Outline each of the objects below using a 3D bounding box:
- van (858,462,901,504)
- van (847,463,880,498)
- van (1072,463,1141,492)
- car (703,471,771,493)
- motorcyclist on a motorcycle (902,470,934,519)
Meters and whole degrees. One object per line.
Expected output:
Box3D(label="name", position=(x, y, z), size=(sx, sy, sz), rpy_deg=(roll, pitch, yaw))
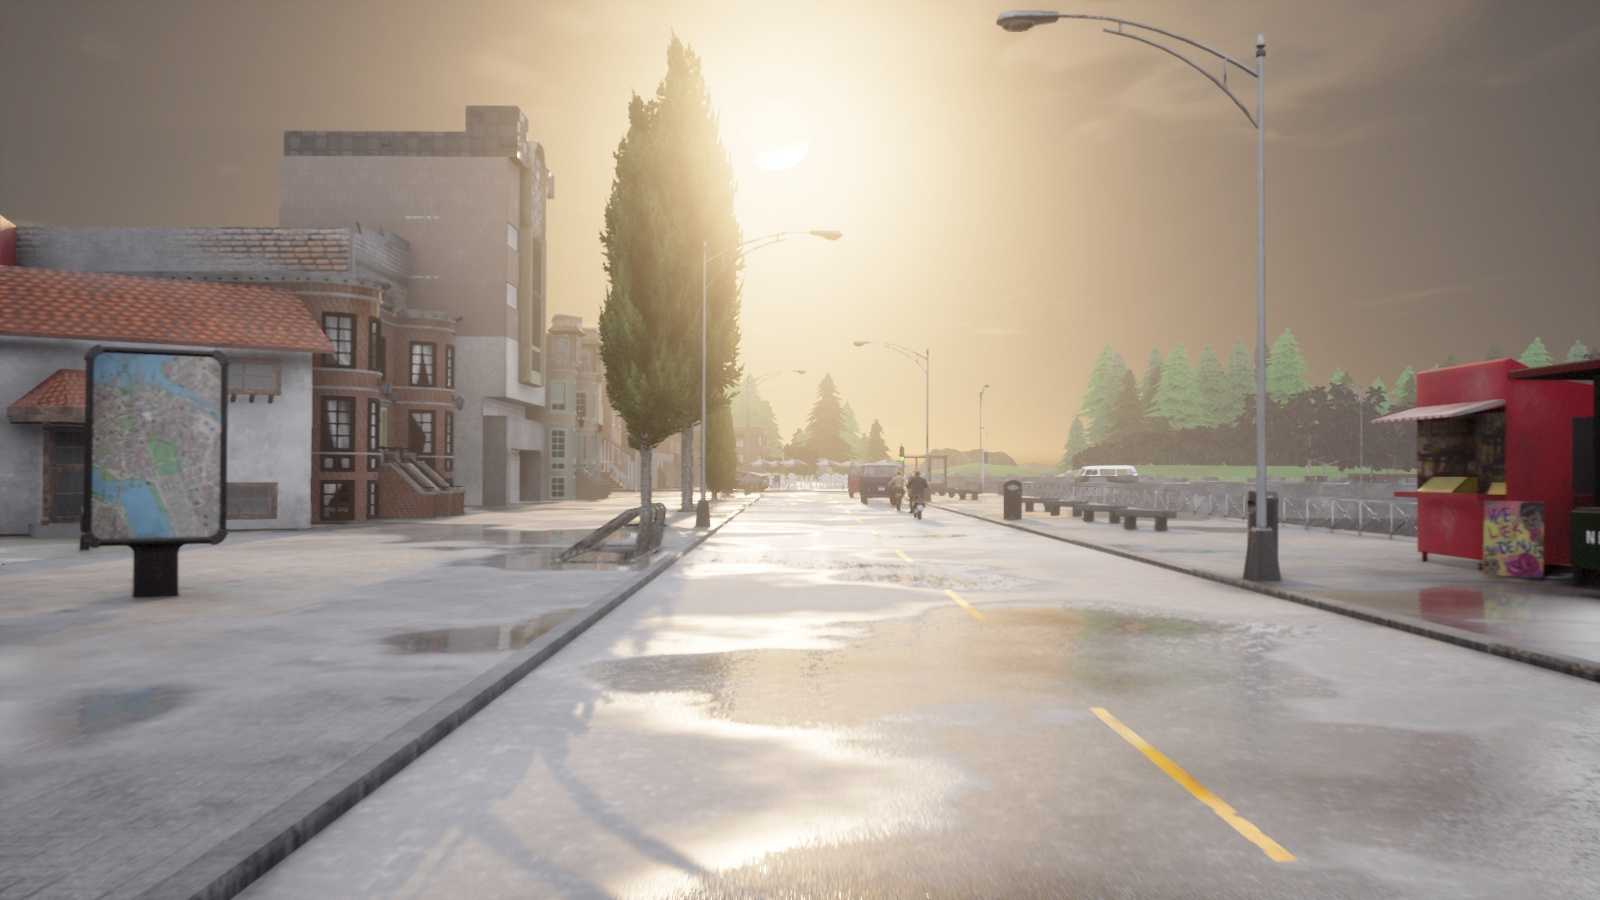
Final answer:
Box3D(label="van", position=(3.839, 1.579, 61.330), size=(1.775, 1.987, 4.442), rpy_deg=(0, -1, 0))
Box3D(label="van", position=(3.803, 1.817, 75.560), size=(1.775, 1.987, 4.442), rpy_deg=(0, -1, 0))
Box3D(label="van", position=(22.193, 1.972, 90.982), size=(4.480, 2.038, 2.069), rpy_deg=(0, -1, 0))
Box3D(label="car", position=(-4.531, 2.292, 90.350), size=(4.514, 1.525, 2.007), rpy_deg=(-1, -1, 21))
Box3D(label="motorcyclist on a motorcycle", position=(3.891, 1.449, 41.633), size=(0.866, 1.590, 1.817), rpy_deg=(0, -1, 0))
